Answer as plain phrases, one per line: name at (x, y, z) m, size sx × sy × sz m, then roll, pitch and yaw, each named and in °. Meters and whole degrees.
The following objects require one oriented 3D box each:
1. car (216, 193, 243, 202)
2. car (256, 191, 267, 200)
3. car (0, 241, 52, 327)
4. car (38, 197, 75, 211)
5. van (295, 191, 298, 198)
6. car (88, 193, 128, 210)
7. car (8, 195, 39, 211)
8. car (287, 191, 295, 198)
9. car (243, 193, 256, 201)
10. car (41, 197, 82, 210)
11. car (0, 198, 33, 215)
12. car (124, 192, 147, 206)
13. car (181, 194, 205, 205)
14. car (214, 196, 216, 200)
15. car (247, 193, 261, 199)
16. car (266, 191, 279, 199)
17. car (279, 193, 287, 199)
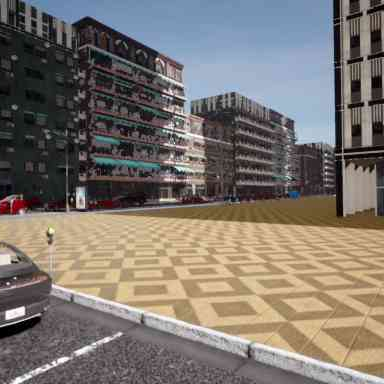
car at (6.682, 1.093, 59.241) m, size 2.008 × 1.369 × 4.403 m, roll -1°, pitch 0°, yaw 36°
car at (13.187, 1.046, 68.180) m, size 1.802 × 1.307 × 4.206 m, roll -1°, pitch 0°, yaw 36°
car at (-4.372, 1.553, 6.184) m, size 4.403 × 1.369 × 2.008 m, roll 0°, pitch -1°, yaw 36°
car at (-15.082, 1.368, 39.183) m, size 1.812 × 1.442 × 4.674 m, roll -1°, pitch 0°, yaw 36°
van at (26.193, 0.654, 86.058) m, size 1.690 × 1.788 × 3.998 m, roll -1°, pitch 0°, yaw 36°
car at (-9.580, 1.186, 36.894) m, size 1.967 × 1.590 × 4.097 m, roll -1°, pitch 0°, yaw 36°
car at (-19.609, 1.228, 37.356) m, size 2.192 × 1.841 × 5.009 m, roll -1°, pitch 0°, yaw 36°
car at (22.944, 0.932, 81.589) m, size 1.802 × 1.307 × 4.206 m, roll -1°, pitch 0°, yaw 36°
car at (9.934, 1.048, 63.711) m, size 1.887 × 1.381 × 4.507 m, roll -1°, pitch 0°, yaw 36°
car at (-16.354, 1.415, 41.826) m, size 1.887 × 1.381 × 4.507 m, roll -1°, pitch 0°, yaw 36°
car at (-16.083, 1.413, 27.955) m, size 1.802 × 1.307 × 4.206 m, roll -1°, pitch 0°, yaw 36°
car at (-8.936, 0.985, 47.628) m, size 2.150 × 2.045 × 5.566 m, roll -1°, pitch 0°, yaw 36°
car at (0.176, 1.062, 50.302) m, size 1.967 × 1.590 × 4.097 m, roll -1°, pitch 0°, yaw 36°
car at (6.410, 1.029, 73.111) m, size 1.967 × 1.590 × 4.097 m, roll -1°, pitch 0°, yaw 36°
car at (16.169, 1.040, 86.520) m, size 1.947 × 1.339 × 4.313 m, roll -1°, pitch 0°, yaw 36°
car at (16.436, 0.740, 72.649) m, size 2.192 × 1.841 × 5.009 m, roll -1°, pitch 0°, yaw 36°
car at (19.691, 0.938, 77.119) m, size 2.008 × 1.369 × 4.403 m, roll -1°, pitch 0°, yaw 36°
